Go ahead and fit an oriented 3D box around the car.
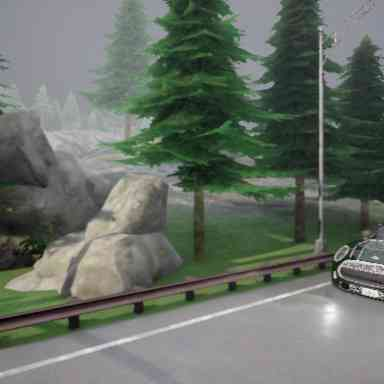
[{"bbox_3d":[5.260,1.340,7.699,4.553,1.767,2.097,0,0,-35],"label":"car"}]
